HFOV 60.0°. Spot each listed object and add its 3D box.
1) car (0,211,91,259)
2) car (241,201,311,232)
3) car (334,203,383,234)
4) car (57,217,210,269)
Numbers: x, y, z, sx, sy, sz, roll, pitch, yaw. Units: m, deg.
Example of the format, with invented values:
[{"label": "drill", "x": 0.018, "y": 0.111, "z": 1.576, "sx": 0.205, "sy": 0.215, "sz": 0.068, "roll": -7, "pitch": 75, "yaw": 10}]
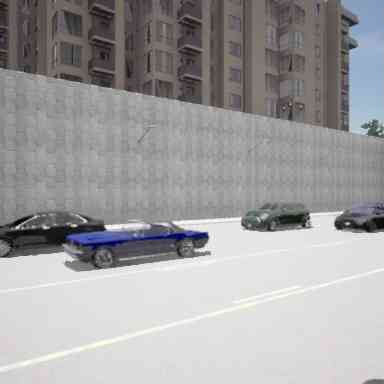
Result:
[{"label": "car", "x": -5.727, "y": 1.505, "z": 12.785, "sx": 4.892, "sy": 1.490, "sz": 1.837, "roll": 0, "pitch": 0, "yaw": -34}, {"label": "car", "x": 5.134, "y": 1.354, "z": 20.218, "sx": 4.553, "sy": 1.767, "sz": 2.097, "roll": 0, "pitch": 0, "yaw": -34}, {"label": "car", "x": 10.204, "y": 1.564, "z": 19.445, "sx": 4.181, "sy": 1.385, "sz": 1.994, "roll": 0, "pitch": 0, "yaw": -34}, {"label": "car", "x": -1.787, "y": 1.601, "z": 11.240, "sx": 4.718, "sy": 1.301, "sz": 1.895, "roll": 0, "pitch": 0, "yaw": -34}]
